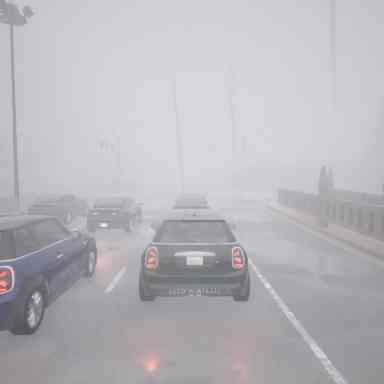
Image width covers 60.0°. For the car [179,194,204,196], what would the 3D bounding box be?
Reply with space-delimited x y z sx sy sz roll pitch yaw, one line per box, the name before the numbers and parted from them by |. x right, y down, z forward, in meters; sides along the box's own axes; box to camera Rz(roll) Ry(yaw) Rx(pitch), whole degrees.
car | -0.040 0.820 17.357 1.882 1.535 5.008 0 3 0

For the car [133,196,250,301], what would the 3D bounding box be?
car | 0.037 1.184 8.125 2.097 1.767 4.553 0 2 0

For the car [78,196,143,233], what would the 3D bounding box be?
car | -3.532 0.937 15.776 1.837 1.490 4.892 0 3 0

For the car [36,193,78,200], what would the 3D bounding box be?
car | -7.047 0.808 17.938 1.837 1.490 4.892 0 3 -1

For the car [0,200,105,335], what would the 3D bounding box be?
car | -3.451 1.232 6.688 2.097 1.767 4.553 0 2 -1
